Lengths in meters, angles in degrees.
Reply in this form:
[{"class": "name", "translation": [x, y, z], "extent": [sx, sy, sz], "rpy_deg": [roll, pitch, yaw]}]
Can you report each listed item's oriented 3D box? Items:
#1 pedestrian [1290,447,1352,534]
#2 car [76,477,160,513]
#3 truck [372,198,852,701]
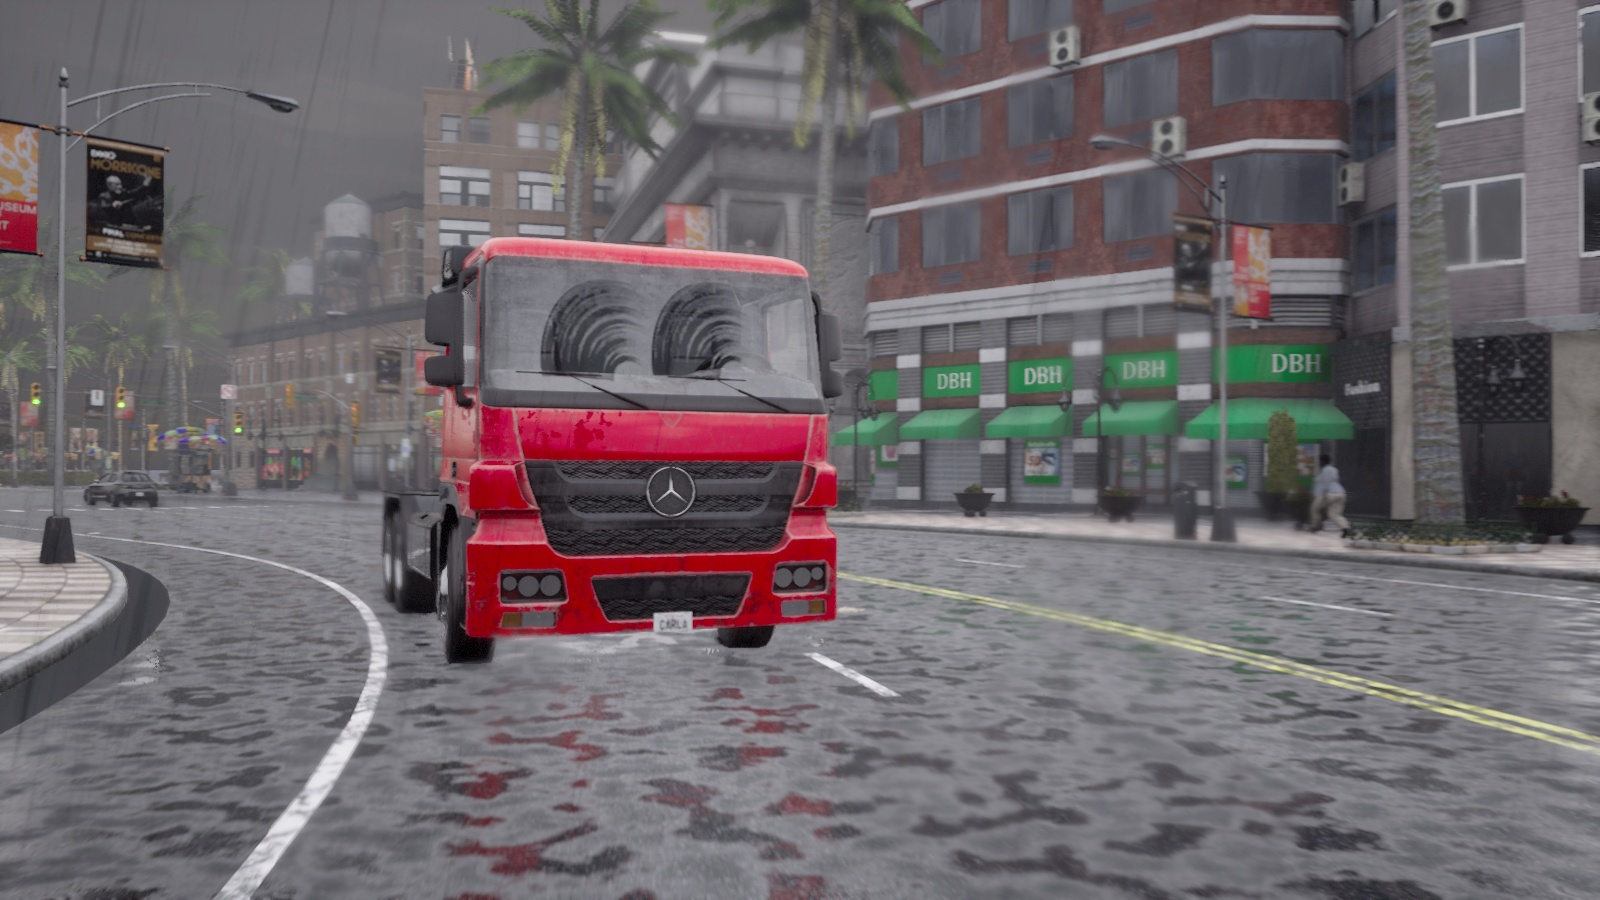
[{"class": "pedestrian", "translation": [11.279, 0.867, 27.194], "extent": [0.874, 1.855, 0.900], "rpy_deg": [0, -1, -36]}, {"class": "car", "translation": [-29.007, 1.877, 53.388], "extent": [4.193, 1.474, 1.816], "rpy_deg": [-1, -1, 42]}, {"class": "truck", "translation": [-2.513, 0.061, 12.852], "extent": [2.891, 3.462, 7.936], "rpy_deg": [0, -1, -24]}]
